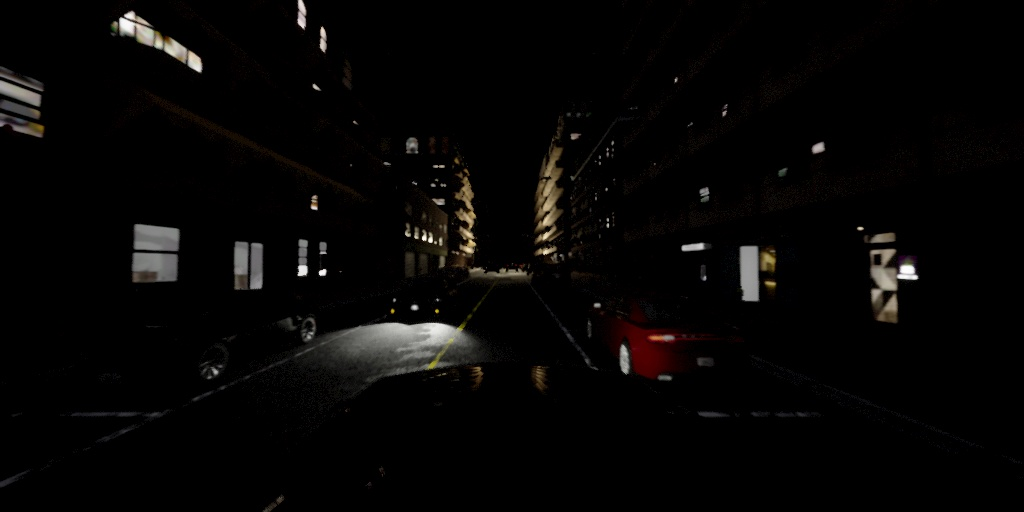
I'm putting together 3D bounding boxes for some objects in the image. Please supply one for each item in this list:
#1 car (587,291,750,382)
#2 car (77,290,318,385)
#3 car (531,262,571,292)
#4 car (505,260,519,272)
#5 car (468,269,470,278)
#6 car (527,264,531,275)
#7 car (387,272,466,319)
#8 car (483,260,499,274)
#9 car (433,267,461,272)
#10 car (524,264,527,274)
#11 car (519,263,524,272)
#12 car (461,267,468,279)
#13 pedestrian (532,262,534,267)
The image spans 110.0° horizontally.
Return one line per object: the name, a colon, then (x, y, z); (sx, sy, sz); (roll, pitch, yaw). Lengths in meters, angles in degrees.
car: (2.691, 1.370, 7.216); (1.888, 1.381, 4.507); (0, 0, 0)
car: (-5.690, 1.390, 7.255); (1.948, 1.339, 4.313); (0, 0, 0)
car: (2.688, 1.367, 23.928); (2.192, 1.841, 5.009); (0, 0, 0)
car: (0.000, 1.869, 65.262); (2.150, 2.045, 5.566); (0, -2, 0)
car: (-5.696, 1.862, 40.678); (1.802, 1.307, 4.207); (0, 0, 0)
car: (2.687, 1.443, 29.498); (2.192, 1.841, 5.009); (0, 0, 0)
car: (-3.102, 1.472, 13.414); (1.994, 1.385, 4.181); (0, -1, 0)
car: (-3.091, 1.690, 54.427); (2.150, 2.045, 5.566); (0, -1, 0)
car: (-5.694, 1.673, 29.538); (1.888, 1.381, 4.507); (0, 0, 0)
car: (2.993, 1.914, 49.986); (1.837, 1.490, 4.892); (0, -1, 0)
car: (2.682, 2.136, 62.922); (2.007, 1.370, 4.403); (0, 0, 0)
car: (-5.695, 1.786, 35.107); (1.802, 1.307, 4.207); (0, 0, 0)
pedestrian: (2.992, 1.743, 52.947); (0.375, 1.860, 0.375); (1, -2, -5)
